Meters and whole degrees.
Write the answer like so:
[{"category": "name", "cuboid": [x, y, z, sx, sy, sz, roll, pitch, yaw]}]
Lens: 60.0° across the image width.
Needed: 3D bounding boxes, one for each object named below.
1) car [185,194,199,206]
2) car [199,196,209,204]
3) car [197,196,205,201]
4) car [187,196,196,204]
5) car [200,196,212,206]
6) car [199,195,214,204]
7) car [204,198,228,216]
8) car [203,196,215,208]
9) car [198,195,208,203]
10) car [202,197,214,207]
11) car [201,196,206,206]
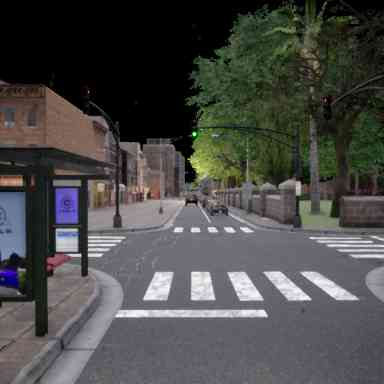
[{"category": "car", "cuboid": [-0.070, 1.340, 57.373, 2.150, 2.045, 5.566, 0, 0, 0]}, {"category": "car", "cuboid": [2.535, 1.628, 70.939, 1.967, 1.590, 4.097, -1, 0, 0]}, {"category": "car", "cuboid": [2.509, 1.899, 92.739, 1.947, 1.339, 4.313, -1, 0, 0]}, {"category": "car", "cuboid": [-0.082, 1.675, 67.763, 1.837, 1.490, 4.892, 0, 0, 0]}, {"category": "car", "cuboid": [2.548, 1.571, 60.039, 1.967, 1.590, 4.097, -1, 0, 0]}, {"category": "car", "cuboid": [2.560, 1.398, 49.138, 2.192, 1.841, 5.009, -1, 0, 0]}, {"category": "car", "cuboid": [2.586, 1.581, 32.787, 2.008, 1.369, 4.403, -1, 0, 0]}, {"category": "car", "cuboid": [2.578, 1.570, 38.406, 1.752, 1.417, 4.829, -1, 0, 0]}, {"category": "car", "cuboid": [2.525, 1.535, 76.390, 2.192, 1.841, 5.009, -1, 0, 0]}, {"category": "car", "cuboid": [2.557, 1.632, 54.757, 1.752, 1.417, 4.829, -1, 0, 0]}, {"category": "car", "cuboid": [2.571, 1.612, 43.688, 2.008, 1.369, 4.403, -1, 0, 0]}]
